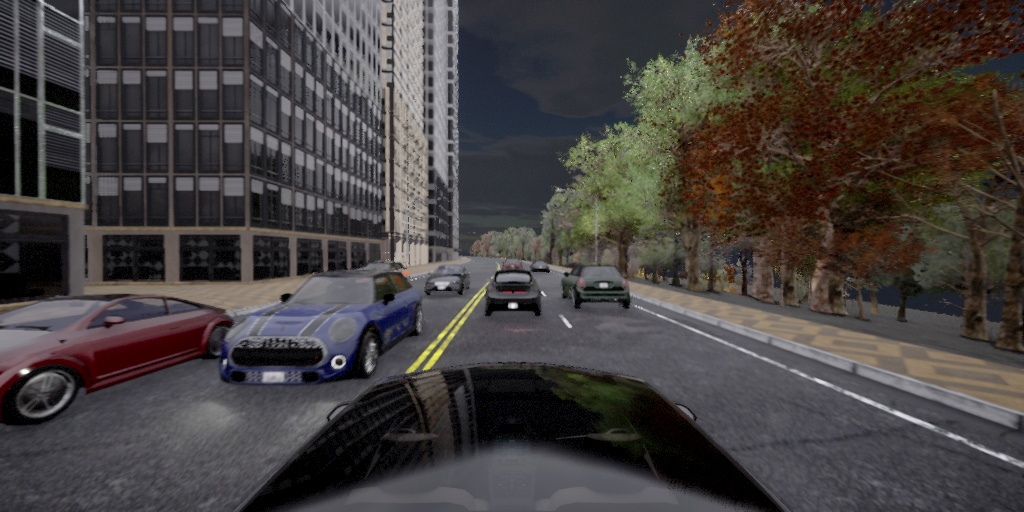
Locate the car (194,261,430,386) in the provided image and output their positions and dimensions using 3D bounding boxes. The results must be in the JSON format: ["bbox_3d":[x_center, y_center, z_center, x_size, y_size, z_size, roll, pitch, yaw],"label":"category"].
[{"bbox_3d":[-3.304,1.090,7.241,2.097,1.767,4.553,0,0,0],"label":"car"}]

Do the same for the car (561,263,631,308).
[{"bbox_3d":[3.313,1.072,15.040,2.097,1.767,4.553,0,0,0],"label":"car"}]

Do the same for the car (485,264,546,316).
[{"bbox_3d":[0.050,1.231,13.215,1.837,1.490,4.892,0,0,1],"label":"car"}]

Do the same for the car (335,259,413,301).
[{"bbox_3d":[-6.565,1.066,17.725,2.097,1.767,4.553,0,0,0],"label":"car"}]

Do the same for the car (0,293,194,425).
[{"bbox_3d":[-6.564,1.306,5.544,1.994,1.385,4.181,0,0,0],"label":"car"}]

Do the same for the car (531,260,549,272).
[{"bbox_3d":[3.218,1.211,42.555,1.994,1.385,4.181,0,0,-1],"label":"car"}]

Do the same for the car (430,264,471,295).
[{"bbox_3d":[-3.315,1.200,19.244,2.128,1.511,4.902,0,0,-1],"label":"car"}]

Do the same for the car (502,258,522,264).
[{"bbox_3d":[0.026,1.012,37.775,2.097,1.767,4.553,0,0,-1],"label":"car"}]
